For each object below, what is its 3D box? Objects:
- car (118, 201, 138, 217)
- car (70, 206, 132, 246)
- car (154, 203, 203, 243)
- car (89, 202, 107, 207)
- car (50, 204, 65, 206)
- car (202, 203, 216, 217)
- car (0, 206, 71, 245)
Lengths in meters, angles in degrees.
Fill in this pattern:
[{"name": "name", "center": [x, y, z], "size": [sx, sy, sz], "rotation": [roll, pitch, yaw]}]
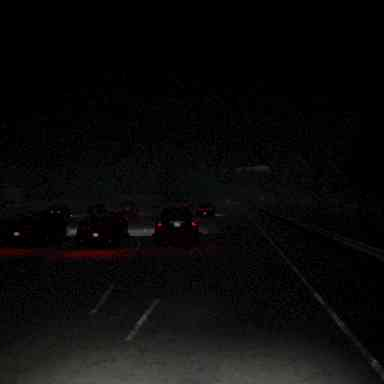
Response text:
[{"name": "car", "center": [-7.147, 1.794, 37.108], "size": [2.097, 1.767, 4.553], "rotation": [0, -1, -10]}, {"name": "car", "center": [-4.296, 1.678, 16.559], "size": [1.882, 1.535, 5.008], "rotation": [0, 0, -5]}, {"name": "car", "center": [-0.875, 1.556, 17.409], "size": [2.097, 1.767, 4.553], "rotation": [0, -1, -5]}, {"name": "car", "center": [-11.049, 1.961, 38.879], "size": [2.128, 1.511, 4.902], "rotation": [0, -1, -11]}, {"name": "car", "center": [-13.604, 1.960, 33.760], "size": [2.033, 1.411, 5.357], "rotation": [0, -1, -10]}, {"name": "car", "center": [1.540, 1.928, 36.292], "size": [1.837, 1.490, 4.892], "rotation": [0, 0, 5]}, {"name": "car", "center": [-7.841, 1.686, 16.913], "size": [1.882, 1.535, 5.008], "rotation": [0, -1, -5]}]
